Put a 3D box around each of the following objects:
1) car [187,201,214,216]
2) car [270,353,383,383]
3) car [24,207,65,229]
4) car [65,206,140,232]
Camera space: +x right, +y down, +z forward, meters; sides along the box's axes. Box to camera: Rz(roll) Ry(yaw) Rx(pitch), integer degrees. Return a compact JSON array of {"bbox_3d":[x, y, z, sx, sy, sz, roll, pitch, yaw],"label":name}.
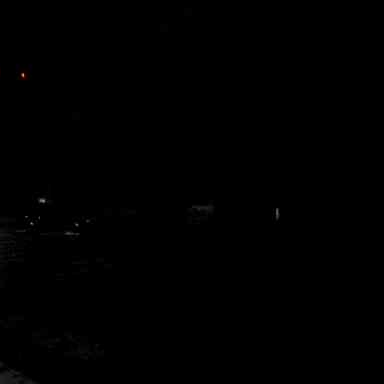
[{"bbox_3d":[1.361,1.725,36.289,1.812,1.442,4.674,1,0,35],"label":"car"},{"bbox_3d":[2.374,1.545,1.267,4.507,1.381,1.887,0,1,35],"label":"car"},{"bbox_3d":[-8.576,1.652,22.253,1.895,1.301,4.718,1,0,35],"label":"car"},{"bbox_3d":[-5.333,1.634,21.205,1.812,1.442,4.674,1,0,35],"label":"car"}]
